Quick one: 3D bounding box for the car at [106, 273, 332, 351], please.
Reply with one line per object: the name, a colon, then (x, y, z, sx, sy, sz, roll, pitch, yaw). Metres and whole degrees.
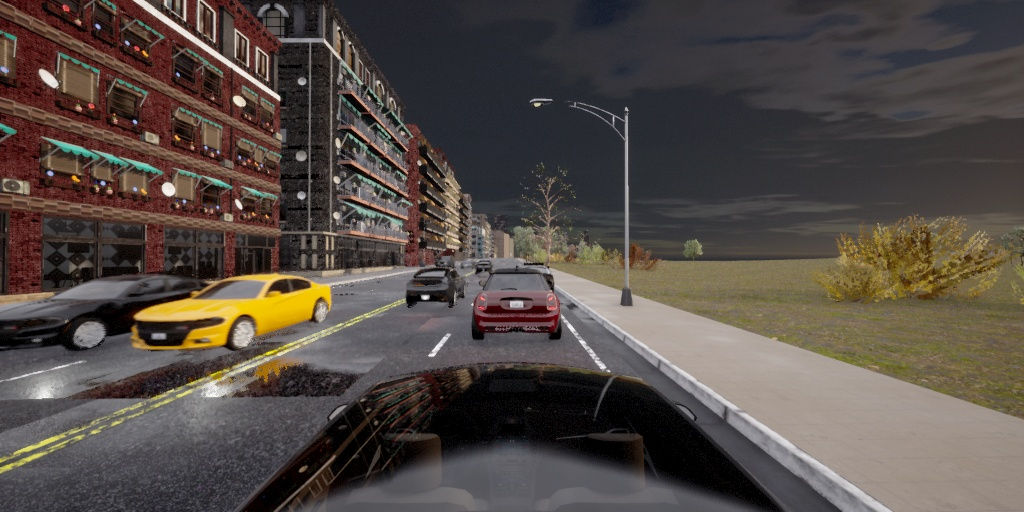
car: (-6.585, 1.229, 9.191, 1.882, 1.535, 5.008, 0, 0, 0)

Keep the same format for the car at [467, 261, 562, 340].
car: (0.113, 1.103, 10.154, 2.097, 1.767, 4.553, 0, 0, 0)

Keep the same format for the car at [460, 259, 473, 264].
car: (-6.486, 1.242, 52.771, 2.128, 1.511, 4.902, 0, 0, 0)

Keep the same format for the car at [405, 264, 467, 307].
car: (-3.123, 1.255, 15.388, 1.837, 1.490, 4.892, 0, -1, 0)

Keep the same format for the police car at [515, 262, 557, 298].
police car: (1.174, 1.177, 19.649, 1.930, 1.638, 5.238, 0, 0, 0)

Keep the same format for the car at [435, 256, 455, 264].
car: (-9.738, 0.972, 52.614, 2.150, 2.045, 5.566, 0, 0, 0)

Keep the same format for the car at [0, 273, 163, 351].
car: (-9.835, 1.229, 9.186, 1.882, 1.535, 5.008, 0, 0, 0)
